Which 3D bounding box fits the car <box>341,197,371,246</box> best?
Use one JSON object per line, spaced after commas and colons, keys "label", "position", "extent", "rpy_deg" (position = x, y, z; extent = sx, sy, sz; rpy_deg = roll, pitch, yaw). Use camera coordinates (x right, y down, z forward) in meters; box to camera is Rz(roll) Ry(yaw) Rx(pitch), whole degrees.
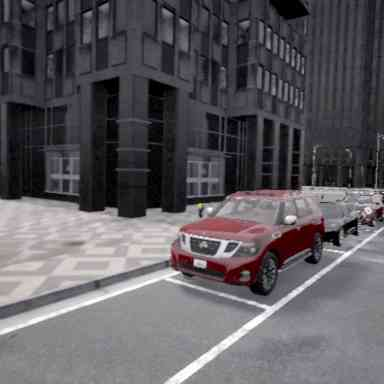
{"label": "car", "position": [5.074, 1.030, 12.464], "extent": [1.947, 1.339, 4.313], "rpy_deg": [4, 4, 37]}

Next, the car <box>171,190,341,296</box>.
{"label": "car", "position": [1.681, 0.916, 8.002], "extent": [2.192, 1.841, 5.009], "rpy_deg": [4, 4, 37]}

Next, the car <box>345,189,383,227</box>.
{"label": "car", "position": [8.478, 0.768, 16.908], "extent": [1.967, 1.590, 4.097], "rpy_deg": [4, 4, 37]}
